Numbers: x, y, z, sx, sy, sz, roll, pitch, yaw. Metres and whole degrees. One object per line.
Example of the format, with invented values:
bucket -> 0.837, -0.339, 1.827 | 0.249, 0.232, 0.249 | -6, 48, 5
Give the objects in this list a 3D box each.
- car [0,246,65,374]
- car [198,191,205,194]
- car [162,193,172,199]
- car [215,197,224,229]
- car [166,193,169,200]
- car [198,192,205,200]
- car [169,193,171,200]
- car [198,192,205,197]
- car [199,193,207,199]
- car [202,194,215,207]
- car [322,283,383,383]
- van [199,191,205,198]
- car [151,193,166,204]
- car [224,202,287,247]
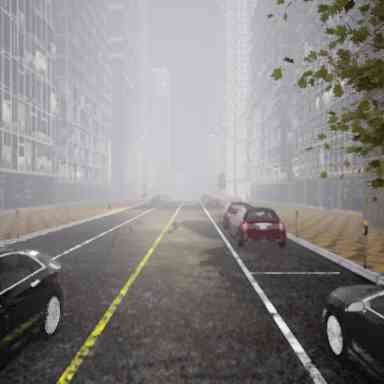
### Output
car -> -3.002, 1.479, 3.633 | 1.837, 1.490, 4.892 | 0, 0, 0
car -> 2.647, 1.013, 71.373 | 1.947, 1.339, 4.313 | 0, 0, 0
car -> -5.737, 0.965, 77.069 | 1.947, 1.339, 4.313 | 0, 0, 0
car -> 2.679, 1.296, 20.143 | 1.967, 1.590, 4.097 | 0, 0, 0
car -> -5.726, 1.127, 59.992 | 1.802, 1.307, 4.206 | 0, 0, 0
car -> 2.654, 1.110, 59.989 | 1.947, 1.339, 4.313 | 0, 0, 0
car -> -5.733, 0.993, 71.376 | 1.887, 1.381, 4.507 | 0, 0, 0
car -> 2.633, 0.686, 94.141 | 1.967, 1.590, 4.097 | 0, 1, 0
car -> 2.640, 0.914, 82.757 | 1.947, 1.339, 4.313 | 0, 1, 0
car -> 2.665, 1.229, 42.913 | 1.887, 1.381, 4.507 | 0, 0, 0
car -> 2.689, 1.529, 3.067 | 2.008, 1.369, 4.403 | 0, 0, 0
van -> 2.637, 0.639, 88.449 | 1.690, 1.788, 3.998 | 0, 1, 0
car -> -5.723, 1.137, 54.298 | 1.887, 1.381, 4.507 | 0, 0, 0
car -> 2.683, 1.337, 14.451 | 1.967, 1.590, 4.097 | 0, 0, 0
